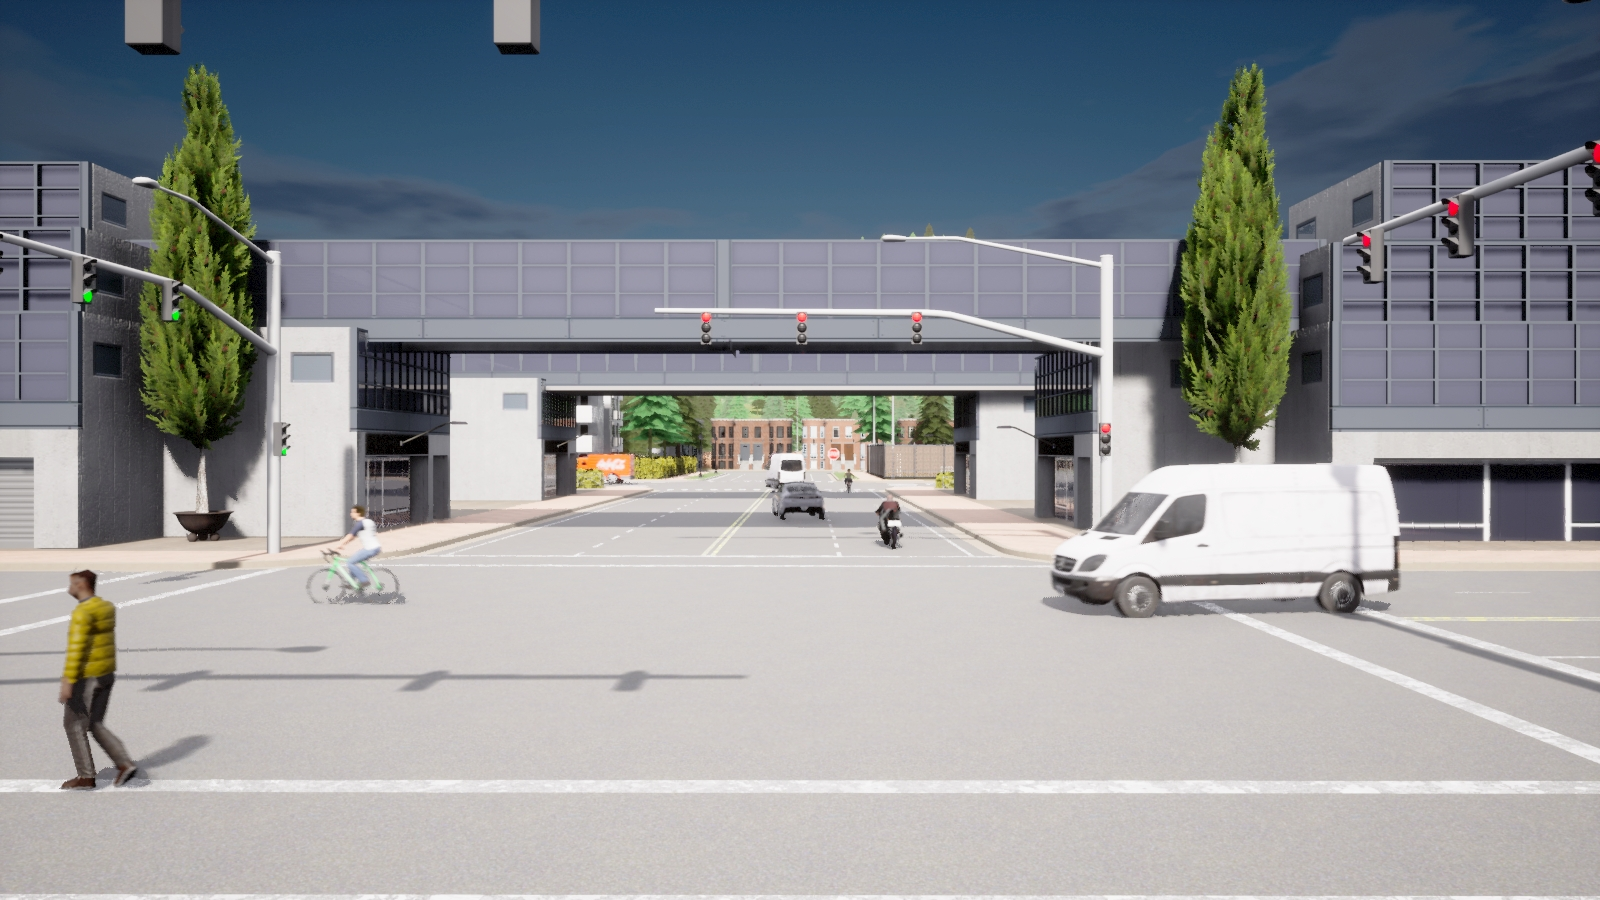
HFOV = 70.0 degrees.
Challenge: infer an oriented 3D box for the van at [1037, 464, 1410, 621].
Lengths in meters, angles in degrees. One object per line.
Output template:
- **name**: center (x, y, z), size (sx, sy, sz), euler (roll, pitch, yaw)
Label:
- **van**: center (7.368, 1.534, 20.113), size (5.915, 2.561, 1.988), euler (0, -1, -9)

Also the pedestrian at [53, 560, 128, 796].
- **pedestrian**: center (-5.804, 1.849, 9.356), size (0.375, 1.860, 0.375), euler (0, 0, 1)

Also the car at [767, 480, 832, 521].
- **car**: center (-0.085, 2.061, 47.592), size (2.231, 1.480, 4.892), euler (0, 0, -6)

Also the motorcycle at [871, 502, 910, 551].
- **motorcycle**: center (2.613, 2.205, 33.219), size (0.867, 1.251, 2.209), euler (1, 0, -2)

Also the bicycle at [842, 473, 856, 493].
- **bicycle**: center (3.189, 2.158, 74.779), size (0.859, 1.276, 1.487), euler (1, 0, 3)
